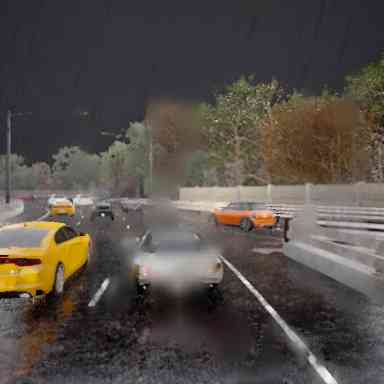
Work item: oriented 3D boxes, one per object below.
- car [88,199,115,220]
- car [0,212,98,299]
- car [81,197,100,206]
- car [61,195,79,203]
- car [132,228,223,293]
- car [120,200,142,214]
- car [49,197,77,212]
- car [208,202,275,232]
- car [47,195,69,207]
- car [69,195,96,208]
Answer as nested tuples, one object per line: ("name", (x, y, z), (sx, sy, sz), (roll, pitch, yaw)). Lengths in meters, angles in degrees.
("car", (-7.967, 1.608, 29.474), (1.837, 1.490, 4.892), (0, 0, -16))
("car", (-3.935, 1.508, 8.542), (1.882, 1.535, 5.008), (0, 0, -5))
("car", (-18.488, 1.704, 60.533), (2.128, 1.511, 4.902), (0, 0, -33))
("car", (-26.254, 1.462, 71.353), (2.097, 1.767, 4.553), (0, 0, -42))
("car", (-0.503, 1.632, 9.000), (1.895, 1.301, 4.718), (0, 0, -6))
("car", (-6.854, 1.622, 37.290), (2.128, 1.511, 4.902), (0, 0, -20))
("car", (-12.693, 1.594, 32.861), (1.882, 1.535, 5.008), (0, 0, -18))
("car", (3.012, 1.424, 21.139), (2.097, 1.767, 4.553), (0, 0, -35))
("car", (-20.878, 1.403, 51.250), (2.150, 2.045, 5.566), (0, 0, -29))
("car", (-17.004, 1.403, 51.405), (2.150, 2.045, 5.566), (0, 0, -29))
